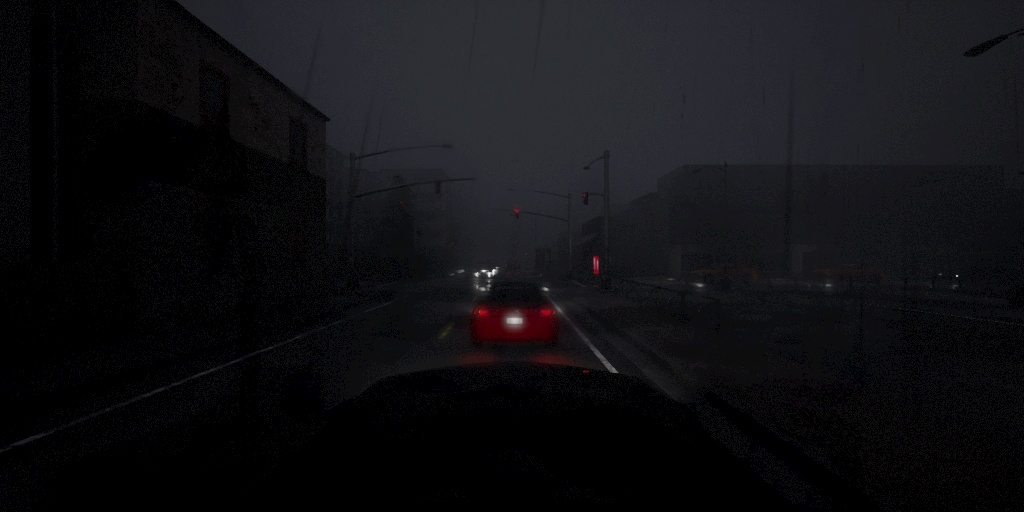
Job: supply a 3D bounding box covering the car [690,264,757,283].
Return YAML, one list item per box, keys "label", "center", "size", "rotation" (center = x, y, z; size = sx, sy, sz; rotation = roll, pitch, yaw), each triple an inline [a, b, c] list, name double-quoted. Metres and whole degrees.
- label: "car"
  center: [17.332, 1.404, 29.515]
  size: [5.008, 1.535, 1.882]
  rotation: [0, 0, 0]

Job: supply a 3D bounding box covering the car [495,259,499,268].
- label: "car"
  center: [-3.515, 1.351, 56.365]
  size: [1.895, 1.301, 4.718]
  rotation: [0, 0, 0]

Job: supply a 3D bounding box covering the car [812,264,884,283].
- label: "car"
  center: [27.558, 1.404, 29.524]
  size: [5.008, 1.535, 1.882]
  rotation: [0, 0, 0]

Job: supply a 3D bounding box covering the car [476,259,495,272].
- label: "car"
  center: [-3.539, 1.276, 46.332]
  size: [1.812, 1.442, 4.674]
  rotation: [0, 0, 0]

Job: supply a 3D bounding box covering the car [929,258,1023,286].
- label: "car"
  center: [38.047, 1.148, 29.516]
  size: [5.566, 2.045, 2.150]
  rotation: [0, 0, 0]

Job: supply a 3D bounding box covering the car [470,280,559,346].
- label: "car"
  center: [0.073, 1.314, 9.461]
  size: [1.994, 1.385, 4.181]
  rotation: [0, 0, 1]

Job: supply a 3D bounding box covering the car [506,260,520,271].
- label: "car"
  center: [0.173, 1.241, 48.795]
  size: [2.128, 1.511, 4.902]
  rotation: [0, 0, 0]
